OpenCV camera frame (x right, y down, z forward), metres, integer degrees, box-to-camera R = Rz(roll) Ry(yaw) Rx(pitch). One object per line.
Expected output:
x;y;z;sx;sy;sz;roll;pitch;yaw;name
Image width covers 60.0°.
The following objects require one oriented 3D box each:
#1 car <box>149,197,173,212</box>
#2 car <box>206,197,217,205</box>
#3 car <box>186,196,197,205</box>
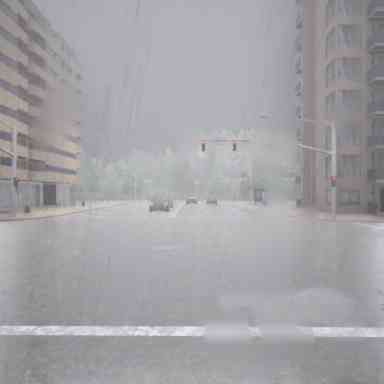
-3.655;1.352;38.356;2.097;1.767;4.553;0;0;0;car
3.546;1.547;59.453;2.033;1.411;5.357;0;0;2;car
-0.088;1.526;60.090;1.812;1.442;4.674;0;0;0;car
